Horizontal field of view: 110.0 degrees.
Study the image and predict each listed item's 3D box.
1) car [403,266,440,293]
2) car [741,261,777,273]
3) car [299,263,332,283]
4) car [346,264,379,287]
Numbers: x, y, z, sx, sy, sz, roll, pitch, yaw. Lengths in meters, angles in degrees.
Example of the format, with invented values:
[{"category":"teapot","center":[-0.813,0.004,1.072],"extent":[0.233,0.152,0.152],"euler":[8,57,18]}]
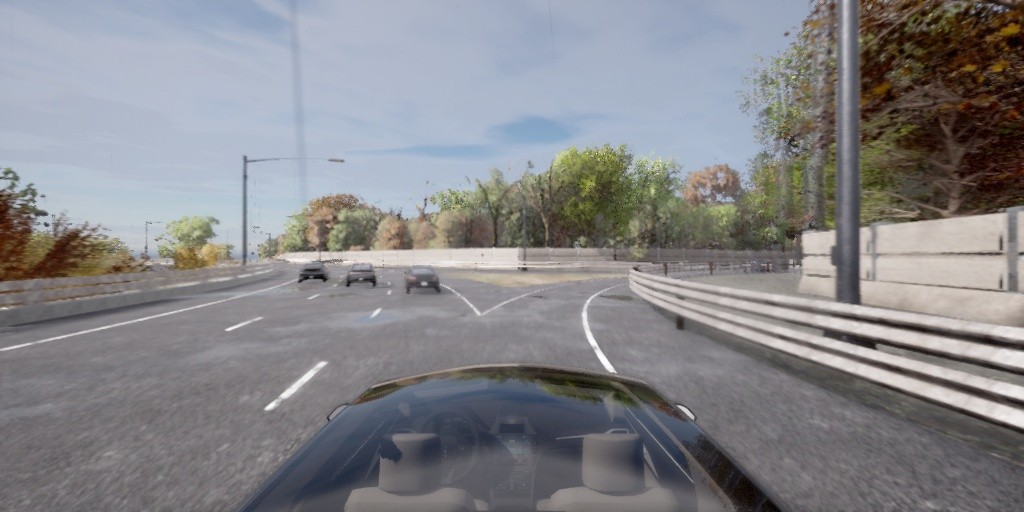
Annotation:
[{"category":"car","center":[-5.308,1.296,21.010],"extent":[1.812,1.442,4.674],"euler":[0,0,-18]},{"category":"car","center":[31.690,1.317,45.964],"extent":[5.008,1.535,1.882],"euler":[0,0,-23]},{"category":"car","center":[-15.433,1.275,28.209],"extent":[1.837,1.490,4.892],"euler":[1,0,-22]},{"category":"car","center":[-10.313,1.262,24.759],"extent":[2.128,1.511,4.902],"euler":[0,0,-21]}]
